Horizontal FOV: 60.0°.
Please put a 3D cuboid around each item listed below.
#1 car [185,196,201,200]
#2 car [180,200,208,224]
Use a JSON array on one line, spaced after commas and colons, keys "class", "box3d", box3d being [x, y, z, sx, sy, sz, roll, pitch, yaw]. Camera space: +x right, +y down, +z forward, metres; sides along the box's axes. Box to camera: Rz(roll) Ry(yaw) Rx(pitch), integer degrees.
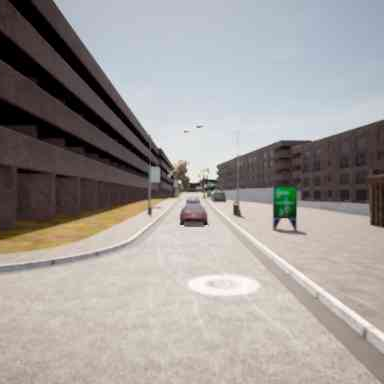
[{"class": "car", "box3d": [0.141, 1.261, 42.903, 2.033, 1.411, 5.357, 0, 1, 0]}, {"class": "car", "box3d": [0.124, 1.571, 24.820, 1.994, 1.385, 4.181, 0, 1, 0]}]
